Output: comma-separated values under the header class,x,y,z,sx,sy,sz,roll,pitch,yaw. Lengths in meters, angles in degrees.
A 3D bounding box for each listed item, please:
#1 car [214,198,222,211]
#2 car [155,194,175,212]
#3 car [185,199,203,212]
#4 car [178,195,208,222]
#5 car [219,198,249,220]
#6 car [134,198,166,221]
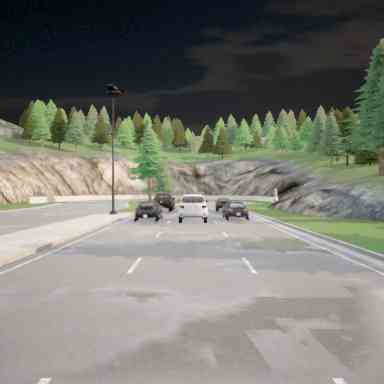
class,x,y,z,sx,sy,sz,roll,pitch,yaw
car,3.772,1.504,40.115,1.837,1.490,4.892,0,0,2
car,-3.261,1.219,39.371,2.150,2.045,5.566,0,0,2
car,0.266,1.563,39.893,1.994,1.385,4.181,0,0,2
car,0.079,1.223,26.622,2.150,2.045,5.566,0,0,0
car,3.595,1.526,27.910,1.812,1.442,4.674,0,0,0
car,-3.416,1.503,26.736,1.837,1.490,4.892,0,0,0
